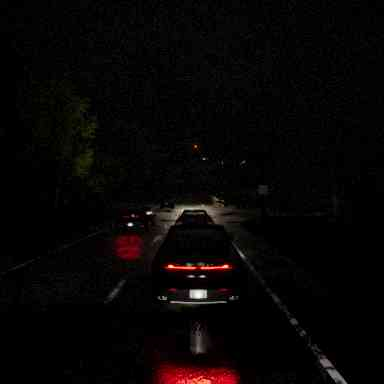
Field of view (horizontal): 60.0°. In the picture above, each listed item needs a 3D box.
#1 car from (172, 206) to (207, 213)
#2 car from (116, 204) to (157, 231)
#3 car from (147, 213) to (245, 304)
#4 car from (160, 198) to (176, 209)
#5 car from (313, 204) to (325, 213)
[{"bbox_3d":[0.135,1.568,17.050,1.994,1.385,4.181,0,0,0],"label":"car"},{"bbox_3d":[-3.359,1.511,20.548,1.837,1.490,4.892,0,0,0],"label":"car"},{"bbox_3d":[0.116,1.507,8.141,1.837,1.490,4.892,0,0,0],"label":"car"},{"bbox_3d":[-3.304,1.554,45.725,2.033,1.411,5.357,0,0,0],"label":"car"},{"bbox_3d":[16.868,1.719,39.155,5.008,1.535,1.882,1,-1,2],"label":"car"}]
